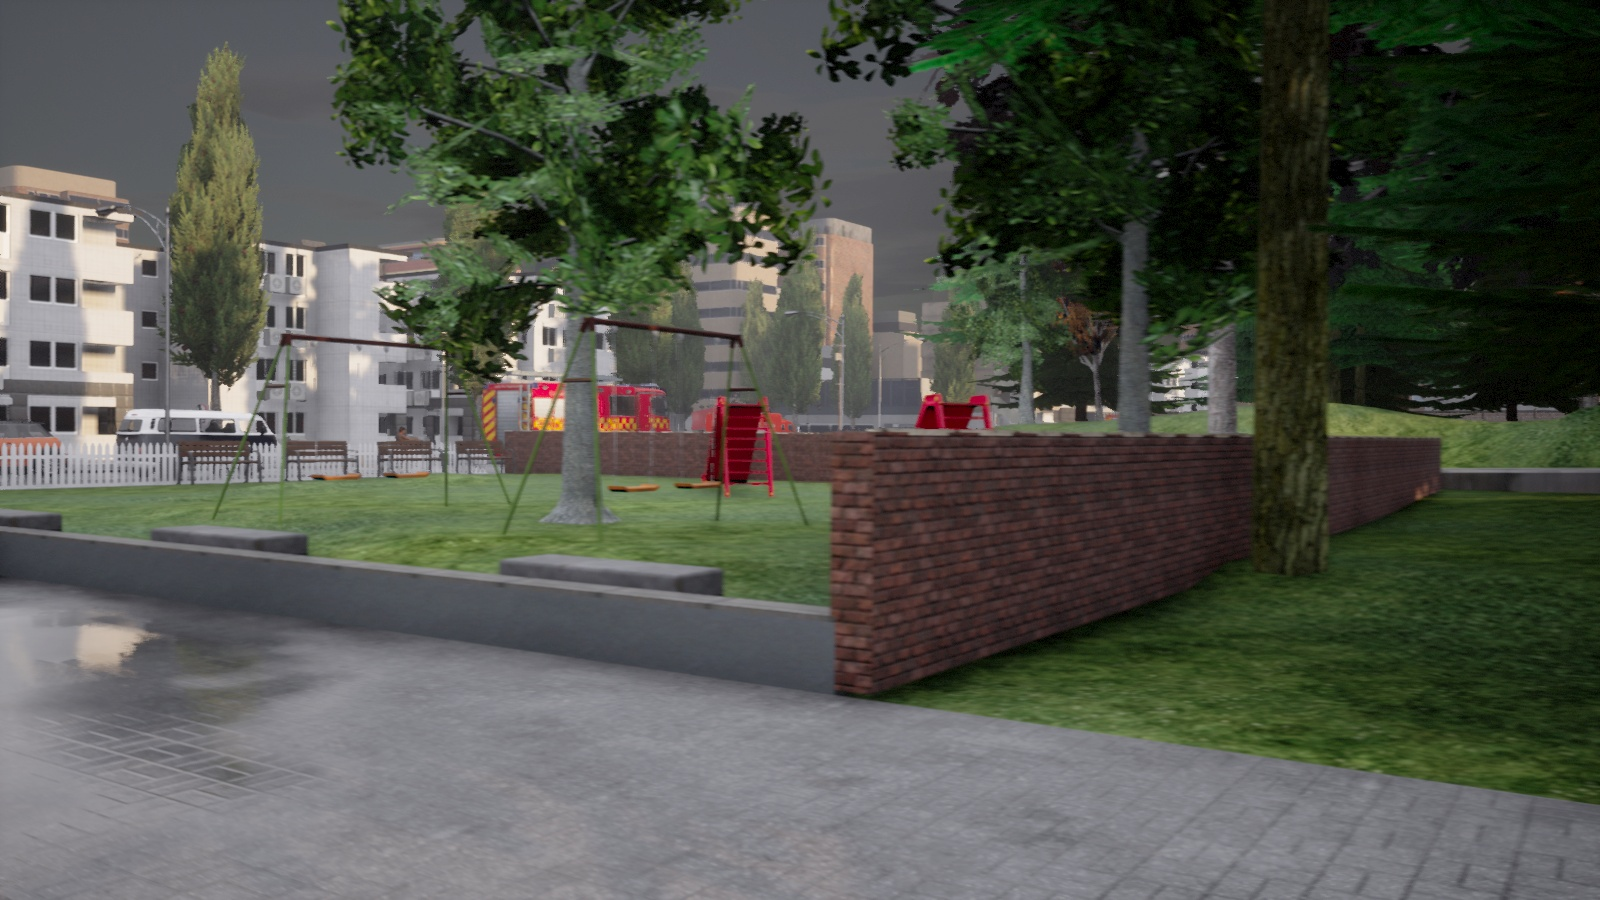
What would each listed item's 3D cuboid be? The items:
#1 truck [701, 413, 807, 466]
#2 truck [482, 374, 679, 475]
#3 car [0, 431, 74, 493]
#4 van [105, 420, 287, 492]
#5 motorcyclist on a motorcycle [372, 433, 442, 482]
[{"bbox_3d":[-2.190,-0.538,61.594,2.627,2.467,5.204,0,1,34],"label":"truck"},{"bbox_3d":[-8.803,-1.021,51.686,2.891,3.827,8.468,0,1,34],"label":"truck"},{"bbox_3d":[-23.893,0.354,36.279,2.097,1.767,4.553,0,1,34],"label":"car"},{"bbox_3d":[-18.079,0.141,37.786,2.069,2.038,4.480,0,1,34],"label":"van"},{"bbox_3d":[-13.805,0.242,44.189,0.766,1.649,2.350,0,1,34],"label":"motorcyclist on a motorcycle"}]
